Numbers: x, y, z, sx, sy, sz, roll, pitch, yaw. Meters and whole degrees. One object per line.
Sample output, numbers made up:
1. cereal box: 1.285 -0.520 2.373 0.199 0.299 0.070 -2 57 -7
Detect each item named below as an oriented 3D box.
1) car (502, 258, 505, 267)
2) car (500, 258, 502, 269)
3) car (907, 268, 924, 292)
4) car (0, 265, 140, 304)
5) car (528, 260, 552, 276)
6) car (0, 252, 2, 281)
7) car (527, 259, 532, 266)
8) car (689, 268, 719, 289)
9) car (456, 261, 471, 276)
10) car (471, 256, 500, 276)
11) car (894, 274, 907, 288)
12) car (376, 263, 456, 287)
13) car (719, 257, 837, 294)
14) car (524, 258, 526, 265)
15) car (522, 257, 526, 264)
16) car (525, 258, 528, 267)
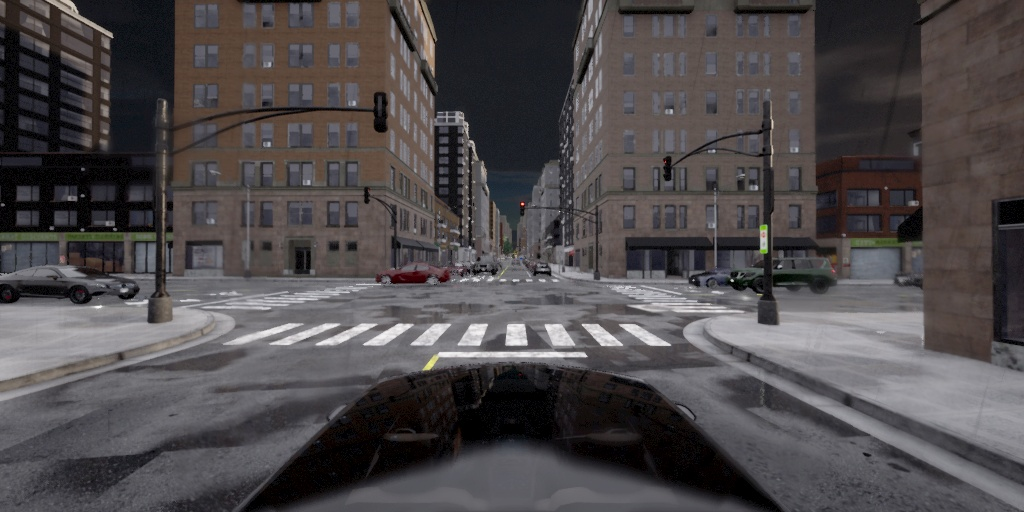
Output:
1. car: -2.506 1.343 58.123 1.895 1.301 4.718 0 0 1
2. car: -2.646 1.250 47.867 1.837 1.490 4.892 0 0 1
3. car: 26.547 1.552 20.870 4.718 1.301 1.895 0 -1 0
4. car: -17.924 1.104 14.464 4.674 1.442 1.812 0 -1 1
5. car: 2.977 1.312 36.170 1.948 1.339 4.313 0 0 1
6. car: -39.229 0.734 24.554 5.566 2.045 2.150 0 -1 0
7. car: 3.046 1.290 41.700 1.888 1.381 4.507 0 0 1
8. car: 14.279 1.466 24.209 4.181 1.385 1.994 0 -1 1
9. car: -5.549 1.330 36.273 1.802 1.307 4.207 0 0 1
10. car: -2.772 0.970 37.779 2.150 2.045 5.566 0 0 1
11. car: 28.713 1.488 24.102 4.902 1.511 2.128 0 -1 0
12. car: -6.607 1.225 24.326 5.008 1.535 1.882 0 0 0
13. car: 15.625 1.101 20.945 5.566 2.045 2.150 0 -1 0
14. car: 3.185 1.288 52.761 1.888 1.381 4.507 0 0 1
15. car: 3.324 1.305 63.821 1.948 1.339 4.313 0 0 1
16. car: 3.115 1.294 47.230 2.007 1.370 4.403 0 0 1
